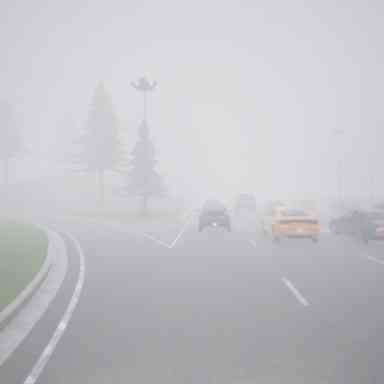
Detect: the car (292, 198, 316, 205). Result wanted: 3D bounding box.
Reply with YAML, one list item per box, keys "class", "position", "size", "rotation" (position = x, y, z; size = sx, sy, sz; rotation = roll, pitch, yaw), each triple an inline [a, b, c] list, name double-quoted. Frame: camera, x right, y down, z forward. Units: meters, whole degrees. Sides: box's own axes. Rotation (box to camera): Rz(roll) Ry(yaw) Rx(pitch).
- class: "car"
  position: [12.868, 1.410, 38.621]
  size: [1.882, 1.535, 5.008]
  rotation: [0, 0, 3]

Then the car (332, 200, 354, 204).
- class: "car"
  position: [16.193, 1.515, 35.366]
  size: [1.895, 1.301, 4.718]
  rotation: [0, 0, 3]

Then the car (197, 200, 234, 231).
- class: "car"
  position: [1.362, 1.499, 20.433]
  size: [1.837, 1.490, 4.892]
  rotation: [0, 0, 3]

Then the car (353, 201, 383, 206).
- class: "car"
  position: [11.846, 1.414, 19.890]
  size: [1.882, 1.535, 5.008]
  rotation: [0, 0, 3]

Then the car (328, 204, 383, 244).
- class: "car"
  position: [8.095, 1.504, 15.374]
  size: [2.033, 1.411, 5.357]
  rotation: [0, 0, 3]

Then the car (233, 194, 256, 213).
- class: "car"
  position: [5.750, 1.192, 36.684]
  size: [2.150, 2.045, 5.566]
  rotation: [0, 0, 3]

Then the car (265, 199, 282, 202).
- class: "car"
  position: [9.314, 1.516, 37.768]
  size: [1.994, 1.385, 4.181]
  rotation: [0, 0, 3]

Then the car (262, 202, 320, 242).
- class: "car"
  position: [4.640, 1.453, 16.274]
  size: [1.882, 1.535, 5.008]
  rotation: [0, 0, 3]

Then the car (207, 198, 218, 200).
- class: "car"
  position: [2.299, 1.495, 37.648]
  size: [1.837, 1.490, 4.892]
  rotation: [0, 0, 3]
